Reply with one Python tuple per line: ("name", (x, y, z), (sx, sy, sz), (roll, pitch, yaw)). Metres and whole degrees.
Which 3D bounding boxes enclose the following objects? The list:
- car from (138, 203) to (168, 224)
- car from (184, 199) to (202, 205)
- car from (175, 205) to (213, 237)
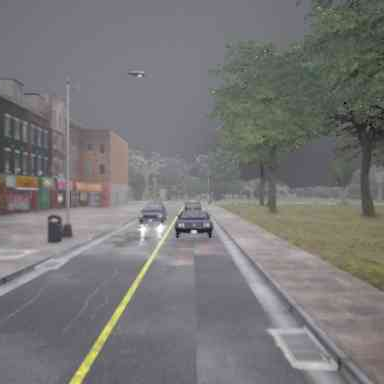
("car", (-2.854, 1.574, 25.502), (2.033, 1.411, 5.357), (0, 0, 0))
("car", (0.091, 1.563, 37.356), (2.128, 1.511, 4.902), (0, 0, 0))
("car", (0.096, 1.614, 18.095), (1.895, 1.301, 4.718), (0, 0, 0))
